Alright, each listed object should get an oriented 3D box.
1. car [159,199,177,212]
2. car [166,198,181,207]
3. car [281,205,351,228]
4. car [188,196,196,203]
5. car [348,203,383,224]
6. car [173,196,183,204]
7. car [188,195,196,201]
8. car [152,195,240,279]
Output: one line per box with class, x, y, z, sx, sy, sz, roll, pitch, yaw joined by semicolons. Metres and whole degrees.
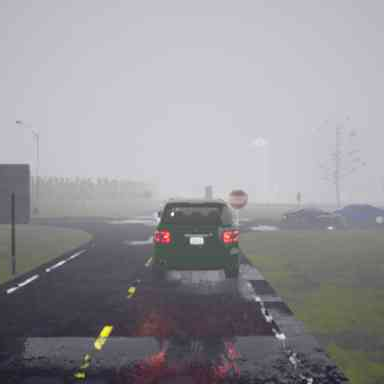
car;-2.829;1.599;39.745;1.895;1.301;4.718;0;0;-1
car;-2.826;1.569;50.690;1.994;1.385;4.181;0;0;1
car;8.333;1.716;23.055;4.181;1.385;1.994;1;0;-9
car;-0.012;1.550;71.079;1.812;1.442;4.674;0;0;0
car;12.866;1.656;26.290;5.008;1.535;1.882;1;1;0
car;-2.765;1.547;65.546;1.812;1.442;4.674;0;0;0
car;-0.017;1.449;81.082;1.882;1.535;5.008;0;0;0
car;0.085;1.211;10.104;2.150;2.045;5.566;0;-1;0
